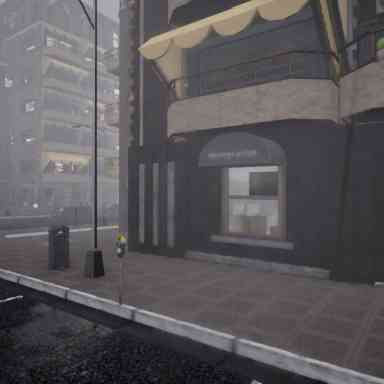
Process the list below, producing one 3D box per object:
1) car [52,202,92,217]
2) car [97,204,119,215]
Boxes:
[{"bbox_3d":[-12.743,1.821,35.295,1.967,1.590,4.097,-1,-1,35],"label":"car"},{"bbox_3d":[-9.459,2.064,39.919,1.802,1.307,4.206,-1,-1,35],"label":"car"}]
